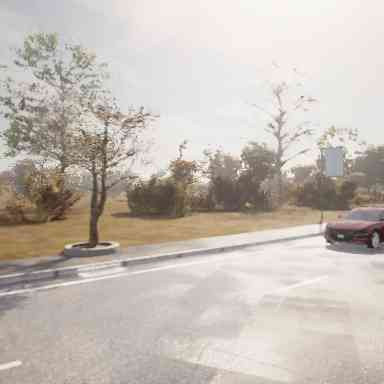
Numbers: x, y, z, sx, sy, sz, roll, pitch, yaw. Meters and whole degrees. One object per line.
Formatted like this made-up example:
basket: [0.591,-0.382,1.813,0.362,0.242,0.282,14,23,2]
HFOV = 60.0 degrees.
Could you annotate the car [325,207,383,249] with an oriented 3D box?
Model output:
car: [7.667,1.418,14.418,5.008,1.535,1.882,0,0,-39]
